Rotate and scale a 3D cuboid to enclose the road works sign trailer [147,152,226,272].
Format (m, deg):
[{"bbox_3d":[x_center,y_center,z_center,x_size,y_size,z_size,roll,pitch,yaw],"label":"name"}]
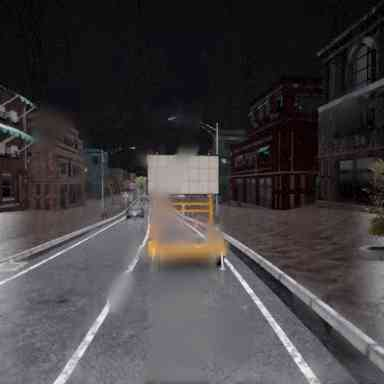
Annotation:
[{"bbox_3d":[-0.301,0.497,10.956,2.380,3.560,2.880,0,-1,-9],"label":"road works sign trailer"}]

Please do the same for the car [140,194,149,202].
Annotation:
[{"bbox_3d":[-12.125,1.521,85.304,2.150,2.045,5.566,0,2,-7],"label":"car"}]

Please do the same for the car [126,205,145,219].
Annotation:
[{"bbox_3d":[-6.359,2.231,37.488,2.128,1.511,4.902,0,-2,-7],"label":"car"}]
